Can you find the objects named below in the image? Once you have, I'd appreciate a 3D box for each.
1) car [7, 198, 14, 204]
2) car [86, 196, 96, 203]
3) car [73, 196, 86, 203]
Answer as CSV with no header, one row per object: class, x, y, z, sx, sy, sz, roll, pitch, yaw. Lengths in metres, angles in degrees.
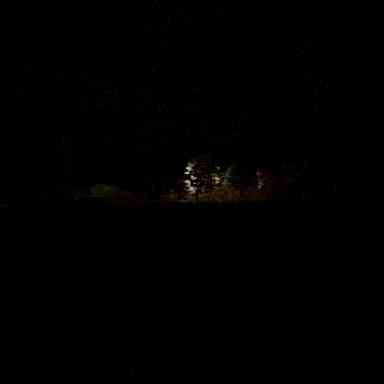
car,-35.264,1.618,61.611,2.128,1.511,4.902,0,0,34
car,-19.771,1.686,72.144,2.128,1.511,4.902,0,0,34
car,-25.142,1.626,76.726,1.882,1.535,5.008,0,0,34
